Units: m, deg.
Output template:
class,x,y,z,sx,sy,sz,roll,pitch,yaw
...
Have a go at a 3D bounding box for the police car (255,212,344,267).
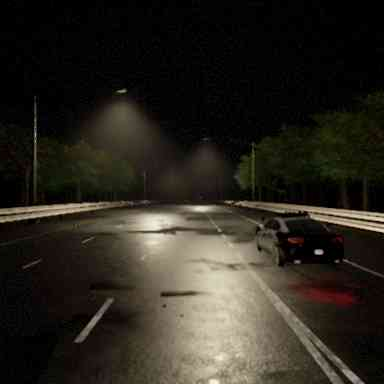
class,x,y,z,sx,sy,sz,roll,pitch,yaw
police car,3.576,1.545,12.083,1.930,1.638,5.238,0,-1,-1
